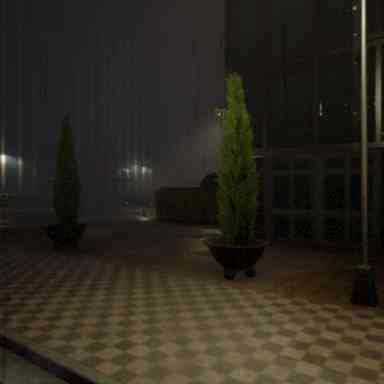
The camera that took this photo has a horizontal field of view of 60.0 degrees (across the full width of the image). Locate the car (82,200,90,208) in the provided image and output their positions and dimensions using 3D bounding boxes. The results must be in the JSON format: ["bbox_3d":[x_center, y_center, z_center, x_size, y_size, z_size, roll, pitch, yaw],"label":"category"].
[{"bbox_3d":[-16.113,1.582,45.436,1.994,1.385,4.181,0,0,35],"label":"car"}]

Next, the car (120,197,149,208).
[{"bbox_3d":[-8.624,1.521,50.034,1.837,1.490,4.892,0,0,35],"label":"car"}]
